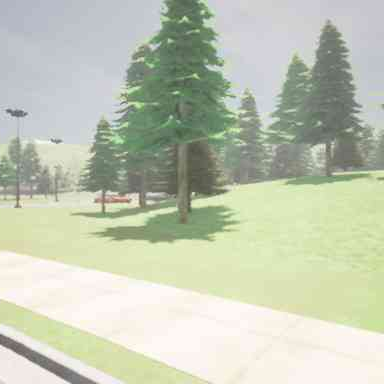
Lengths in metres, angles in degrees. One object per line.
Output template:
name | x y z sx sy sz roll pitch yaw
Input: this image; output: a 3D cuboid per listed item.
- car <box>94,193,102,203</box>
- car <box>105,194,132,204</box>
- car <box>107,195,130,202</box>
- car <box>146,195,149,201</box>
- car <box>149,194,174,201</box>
car | -15.528 1.158 60.640 2.097 1.767 4.553 0 0 36
car | -12.702 1.172 58.575 2.097 1.767 4.553 0 0 36
car | -14.909 1.356 67.381 1.994 1.385 4.181 0 0 37
car | -9.404 1.309 74.976 2.128 1.511 4.902 0 0 36
car | -6.595 1.153 72.887 2.097 1.767 4.553 0 0 36
